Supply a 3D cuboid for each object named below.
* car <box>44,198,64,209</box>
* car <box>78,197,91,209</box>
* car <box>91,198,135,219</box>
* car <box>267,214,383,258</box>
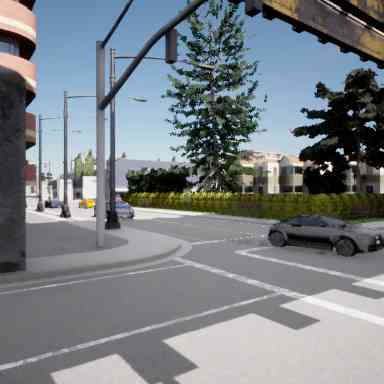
[{"bbox_3d":[-19.207,1.547,46.350,2.033,1.411,5.357,0,0,-35],"label":"car"},{"bbox_3d":[-14.059,1.478,45.331,1.882,1.535,5.008,0,0,-34],"label":"car"},{"bbox_3d":[-6.629,1.352,28.337,2.097,1.767,4.553,0,0,-35],"label":"car"},{"bbox_3d":[5.058,1.564,12.986,1.994,1.385,4.181,0,0,-45],"label":"car"}]
